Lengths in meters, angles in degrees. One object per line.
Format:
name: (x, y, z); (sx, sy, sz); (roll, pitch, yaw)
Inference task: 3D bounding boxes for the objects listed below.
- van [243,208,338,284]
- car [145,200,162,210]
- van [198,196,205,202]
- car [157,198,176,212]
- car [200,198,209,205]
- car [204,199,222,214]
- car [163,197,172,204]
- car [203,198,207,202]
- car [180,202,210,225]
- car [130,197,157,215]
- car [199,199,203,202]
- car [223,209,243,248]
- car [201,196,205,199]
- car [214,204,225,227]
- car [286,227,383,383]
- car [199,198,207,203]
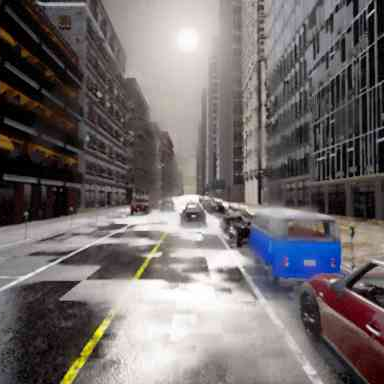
van: (2.707, 1.402, 9.492); (1.690, 1.788, 3.998); (1, 0, 0)
car: (-5.668, 1.868, 49.051); (1.947, 1.339, 4.313); (1, 0, 0)
van: (2.725, 1.910, 94.258); (1.690, 1.788, 3.998); (1, 0, 0)
car: (-3.084, 1.765, 42.047); (1.837, 1.490, 4.892); (0, 0, 0)
car: (2.717, 2.019, 71.651); (1.802, 1.307, 4.206); (1, 0, 0)
car: (2.709, 1.801, 37.745); (1.947, 1.339, 4.313); (1, 0, 0)
car: (-5.661, 1.995, 77.138); (1.752, 1.417, 4.829); (1, 0, 0)
car: (2.711, 1.813, 43.396); (1.887, 1.381, 4.507); (1, 0, 0)
car: (0.107, 1.726, 25.875); (1.994, 1.385, 4.181); (0, 0, 0)
car: (-5.667, 1.550, 37.751); (2.192, 1.841, 5.009); (1, 0, 0)
car: (0.108, 1.860, 41.934); (1.895, 1.301, 4.718); (0, 0, 0)
car: (2.704, 1.662, 15.141); (1.947, 1.339, 4.313); (1, 0, 0)
car: (2.714, 1.742, 49.049); (1.967, 1.590, 4.097); (1, 0, 0)
car: (2.705, 1.697, 20.792); (1.947, 1.339, 4.313); (1, 0, 0)
car: (2.704, 1.465, 3.838); (1.967, 1.590, 4.097); (1, 0, 0)
car: (2.719, 2.085, 82.954); (1.802, 1.307, 4.206); (1, 0, 0)
